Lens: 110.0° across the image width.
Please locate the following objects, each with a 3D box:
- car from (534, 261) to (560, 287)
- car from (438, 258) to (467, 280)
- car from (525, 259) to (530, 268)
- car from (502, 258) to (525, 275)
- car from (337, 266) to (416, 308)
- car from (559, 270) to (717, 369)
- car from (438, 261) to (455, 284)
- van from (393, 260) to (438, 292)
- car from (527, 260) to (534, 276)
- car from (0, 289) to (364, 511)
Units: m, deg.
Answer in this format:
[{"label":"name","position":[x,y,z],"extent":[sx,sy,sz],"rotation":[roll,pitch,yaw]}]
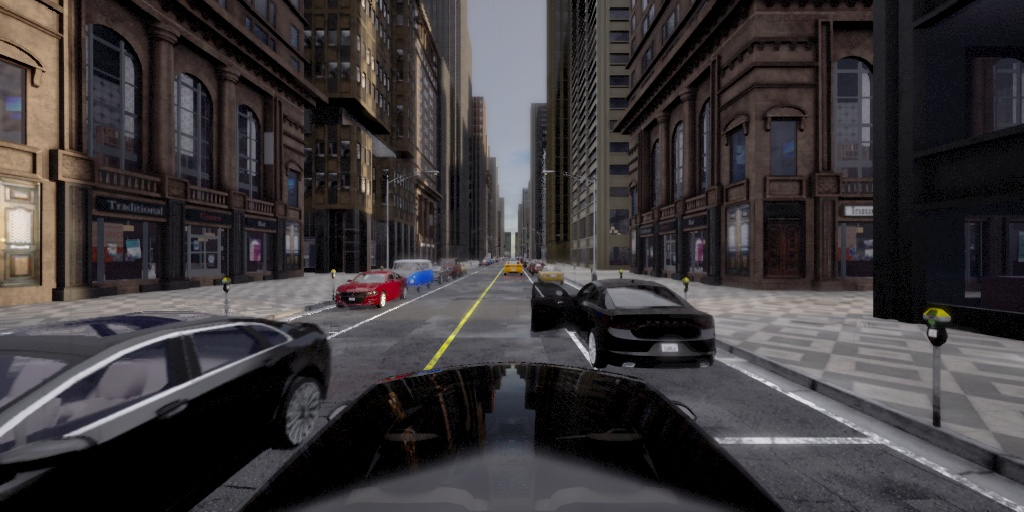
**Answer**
[{"label":"car","position":[2.815,1.280,26.522],"extent":[1.751,1.417,4.829],"rotation":[0,0,0]},{"label":"car","position":[-5.699,1.071,31.975],"extent":[2.192,1.841,5.009],"rotation":[0,0,0]},{"label":"car","position":[2.849,1.341,43.208],"extent":[1.802,1.307,4.207],"rotation":[0,0,0]},{"label":"car","position":[0.158,1.236,38.423],"extent":[1.882,1.535,5.008],"rotation":[0,0,0]},{"label":"car","position":[-5.732,1.297,15.120],"extent":[1.888,1.381,4.507],"rotation":[0,0,0]},{"label":"car","position":[2.376,1.228,7.863],"extent":[1.882,1.535,5.008],"rotation":[0,0,0]},{"label":"car","position":[-5.710,1.305,26.357],"extent":[2.007,1.370,4.403],"rotation":[0,0,0]},{"label":"van","position":[-5.721,1.094,20.738],"extent":[1.690,1.789,3.998],"rotation":[0,0,0]},{"label":"car","position":[2.838,1.340,37.590],"extent":[1.802,1.307,4.207],"rotation":[0,0,0]},{"label":"car","position":[-3.096,1.241,2.392],"extent":[2.128,1.511,4.902],"rotation":[0,0,0]}]
